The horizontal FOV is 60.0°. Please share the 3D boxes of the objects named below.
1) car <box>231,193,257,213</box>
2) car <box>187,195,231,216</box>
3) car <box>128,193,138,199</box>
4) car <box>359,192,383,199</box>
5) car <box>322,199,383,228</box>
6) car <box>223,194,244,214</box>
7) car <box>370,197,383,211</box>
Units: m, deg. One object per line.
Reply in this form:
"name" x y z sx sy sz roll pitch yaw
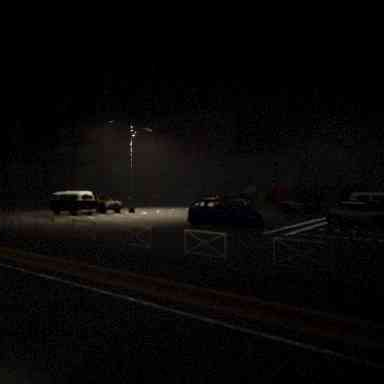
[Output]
"car" 4.776 1.090 38.672 4.605 1.855 1.932 0 0 36
"car" 1.561 1.332 34.113 3.806 1.475 1.970 0 0 36
"car" -16.695 1.061 90.491 1.851 1.617 3.988 0 0 36
"car" 20.247 1.139 34.392 4.605 1.855 1.932 0 0 36
"car" 10.461 1.383 20.617 3.806 1.475 1.970 0 0 36
"car" 3.251 1.300 36.463 3.905 1.438 1.784 0 0 36
"car" 21.988 1.350 36.708 3.905 1.438 1.784 0 0 36
